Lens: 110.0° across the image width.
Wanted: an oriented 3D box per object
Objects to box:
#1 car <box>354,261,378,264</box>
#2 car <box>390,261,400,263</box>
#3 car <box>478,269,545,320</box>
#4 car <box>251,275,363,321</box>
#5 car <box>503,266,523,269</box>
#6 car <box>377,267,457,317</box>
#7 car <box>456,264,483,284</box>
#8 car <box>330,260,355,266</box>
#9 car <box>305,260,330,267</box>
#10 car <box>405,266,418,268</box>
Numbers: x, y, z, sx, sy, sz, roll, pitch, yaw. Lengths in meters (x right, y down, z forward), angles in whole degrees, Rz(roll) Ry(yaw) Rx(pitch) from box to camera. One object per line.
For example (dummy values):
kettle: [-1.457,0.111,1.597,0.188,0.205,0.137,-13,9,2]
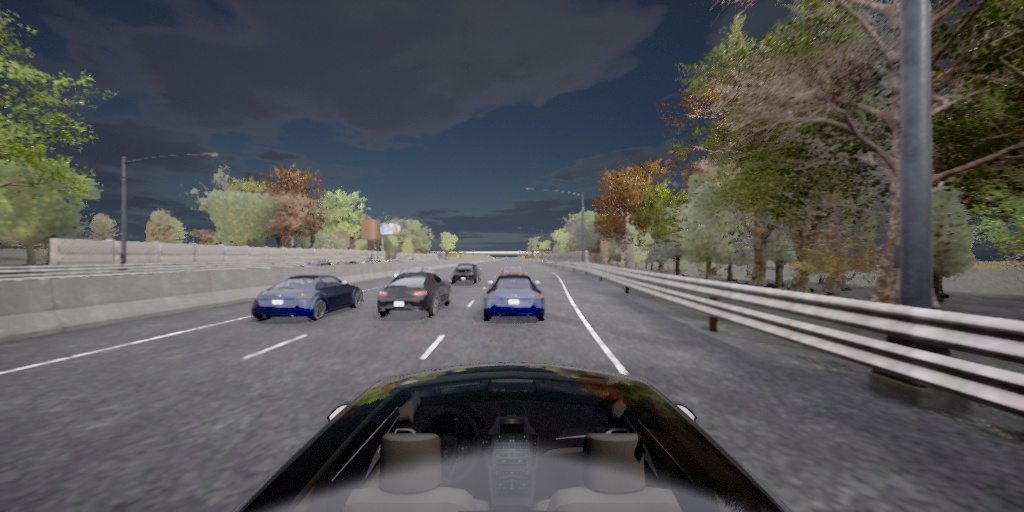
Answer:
car: [-21.062,1.504,53.282,1.895,1.301,4.718,0,0,1]
car: [-17.566,1.452,53.504,2.033,1.411,5.357,0,0,1]
car: [0.069,1.341,12.681,1.994,1.385,4.181,0,0,0]
car: [-6.932,1.340,12.629,1.994,1.385,4.181,0,0,0]
car: [0.056,1.415,26.272,1.895,1.301,4.718,0,0,0]
car: [-3.429,1.304,13.213,1.812,1.442,4.674,0,0,0]
car: [-3.434,1.325,27.772,1.837,1.490,4.892,0,0,0]
car: [-24.563,1.407,53.403,1.837,1.490,4.892,0,0,0]
car: [-28.064,1.390,52.086,2.128,1.511,4.902,0,0,0]
car: [-6.944,1.414,26.273,1.895,1.301,4.718,0,0,0]
